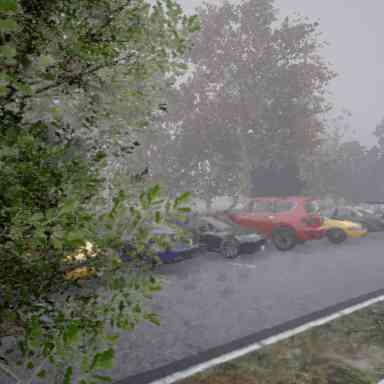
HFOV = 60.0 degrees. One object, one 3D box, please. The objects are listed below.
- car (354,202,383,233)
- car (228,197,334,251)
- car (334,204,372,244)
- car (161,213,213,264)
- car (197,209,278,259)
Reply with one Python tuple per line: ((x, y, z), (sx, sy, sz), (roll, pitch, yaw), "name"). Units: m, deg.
((7.672, 1.493, 17.908), (4.892, 1.521, 2.231), (-1, 0, 34), "car")
((2.824, 1.245, 14.452), (5.566, 2.045, 2.435), (-1, 0, 34), "car")
((5.419, 1.489, 16.072), (5.366, 1.575, 1.946), (-1, -1, 34), "car")
((-2.015, 1.531, 10.987), (4.792, 1.488, 2.163), (-1, -1, 34), "car")
((0.458, 1.528, 12.691), (4.792, 1.488, 2.163), (-1, -1, 34), "car")
